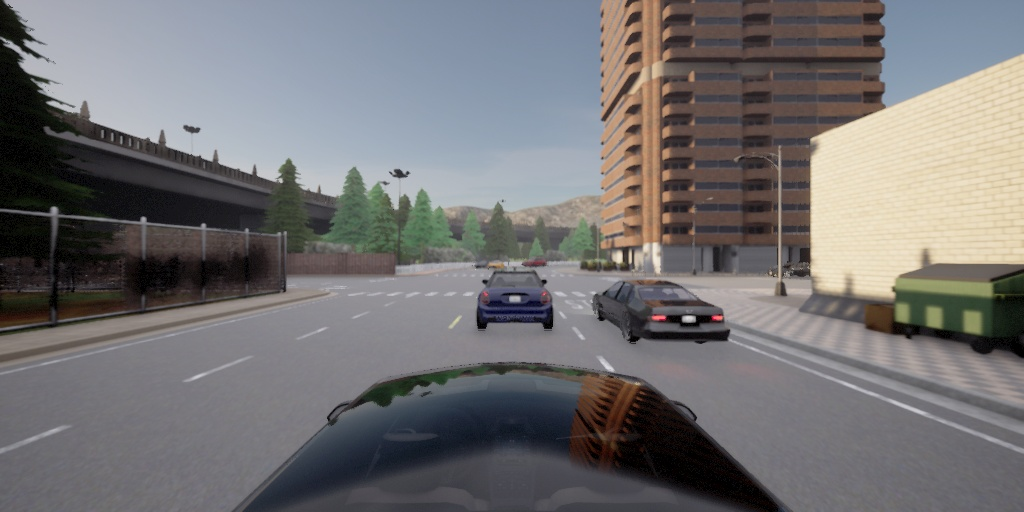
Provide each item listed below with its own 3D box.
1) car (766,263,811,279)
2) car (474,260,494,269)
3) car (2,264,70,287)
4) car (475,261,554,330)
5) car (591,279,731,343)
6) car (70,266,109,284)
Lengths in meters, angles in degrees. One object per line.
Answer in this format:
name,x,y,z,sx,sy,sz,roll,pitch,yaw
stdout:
car,27.884,1.463,35.393,4.892,1.490,1.837,0,0,0
car,-4.862,1.534,62.739,1.837,1.490,4.892,0,0,18
car,-34.559,1.403,24.810,4.902,1.511,2.128,0,0,0
car,0.086,1.147,11.465,2.097,1.767,4.553,0,0,0
car,3.583,1.334,9.752,2.033,1.411,5.357,0,0,0
car,-34.913,1.432,28.308,4.892,1.490,1.837,0,0,0
